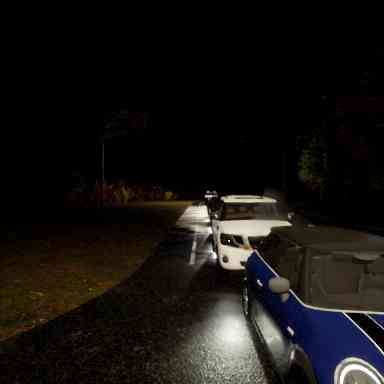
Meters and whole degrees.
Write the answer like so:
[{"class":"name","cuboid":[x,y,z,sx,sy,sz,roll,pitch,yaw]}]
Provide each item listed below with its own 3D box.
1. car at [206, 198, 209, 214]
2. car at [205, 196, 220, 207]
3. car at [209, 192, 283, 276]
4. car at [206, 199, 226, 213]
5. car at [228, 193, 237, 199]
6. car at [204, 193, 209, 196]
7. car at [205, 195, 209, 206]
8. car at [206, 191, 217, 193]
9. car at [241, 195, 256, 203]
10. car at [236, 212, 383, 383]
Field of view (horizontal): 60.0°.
[{"class":"car","cuboid":[2.139,1.379,23.034,1.837,1.490,4.892,0,0,2]},{"class":"car","cuboid":[2.937,1.312,47.946,1.994,1.385,4.181,0,0,3]},{"class":"car","cuboid":[1.772,1.160,10.449,2.150,2.045,5.566,0,0,1]},{"class":"car","cuboid":[2.511,1.413,35.374,1.895,1.301,4.718,0,0,2]},{"class":"car","cuboid":[11.233,1.023,92.594,2.128,1.511,4.902,0,0,2]},{"class":"car","cuboid":[2.709,1.273,41.539,2.128,1.511,4.902,0,0,2]},{"class":"car","cuboid":[2.326,1.320,29.287,1.882,1.535,5.008,0,0,2]},{"class":"car","cuboid":[3.166,0.936,54.378,2.150,2.045,5.566,0,0,3]},{"class":"car","cuboid":[10.293,1.225,61.379,2.033,1.411,5.357,0,0,2]},{"class":"car","cuboid":[1.942,1.338,4.101,2.097,1.767,4.553,0,0,0]}]
